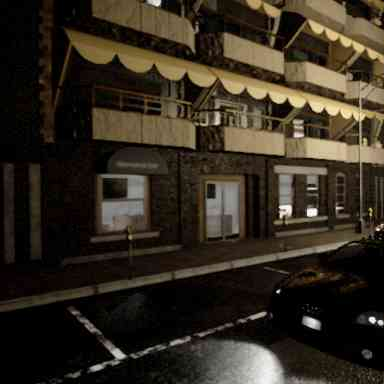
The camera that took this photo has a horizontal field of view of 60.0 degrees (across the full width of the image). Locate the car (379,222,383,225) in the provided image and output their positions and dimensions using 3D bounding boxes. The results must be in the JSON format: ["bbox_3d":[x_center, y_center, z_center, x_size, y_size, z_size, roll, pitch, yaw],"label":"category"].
[{"bbox_3d":[8.811,1.336,12.896,4.097,1.590,1.967,-1,0,-36],"label":"car"}]

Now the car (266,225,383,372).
[{"bbox_3d":[3.188,1.523,5.536,4.181,1.385,1.994,0,0,-36],"label":"car"}]
